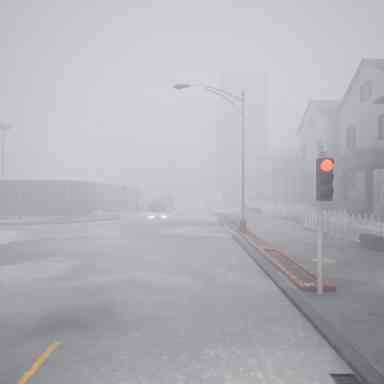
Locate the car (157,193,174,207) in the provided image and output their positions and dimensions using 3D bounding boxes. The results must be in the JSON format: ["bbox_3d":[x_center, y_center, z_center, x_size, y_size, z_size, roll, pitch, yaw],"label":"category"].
[{"bbox_3d":[-4.057,1.221,51.590,2.150,2.045,5.566,0,0,1],"label":"car"}]

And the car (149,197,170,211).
[{"bbox_3d":[-4.083,1.601,40.949,1.895,1.301,4.718,0,0,0],"label":"car"}]
